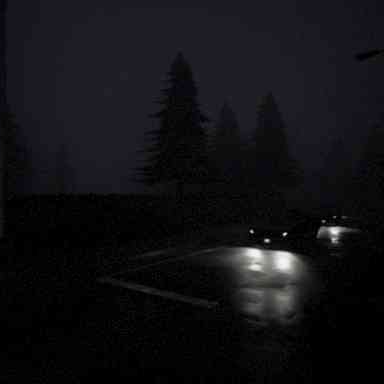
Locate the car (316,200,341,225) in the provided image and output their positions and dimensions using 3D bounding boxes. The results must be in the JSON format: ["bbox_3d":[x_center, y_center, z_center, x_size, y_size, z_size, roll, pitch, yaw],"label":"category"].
[{"bbox_3d":[9.815,1.535,24.214,2.033,1.411,5.357,0,0,26],"label":"car"}]

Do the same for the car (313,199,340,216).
[{"bbox_3d":[13.611,1.530,33.941,2.033,1.411,5.357,0,0,16],"label":"car"}]

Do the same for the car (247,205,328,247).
[{"bbox_3d":[4.470,1.537,15.361,2.033,1.411,5.357,0,0,35],"label":"car"}]
